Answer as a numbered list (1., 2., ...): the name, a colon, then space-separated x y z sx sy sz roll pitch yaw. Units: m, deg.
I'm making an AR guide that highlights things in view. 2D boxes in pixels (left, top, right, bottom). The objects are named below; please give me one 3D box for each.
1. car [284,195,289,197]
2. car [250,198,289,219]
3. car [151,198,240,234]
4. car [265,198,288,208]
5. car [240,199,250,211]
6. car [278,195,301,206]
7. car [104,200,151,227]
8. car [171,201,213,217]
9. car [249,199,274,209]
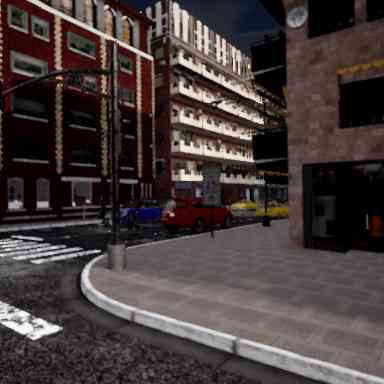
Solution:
1. car: 11.184 1.508 43.504 1.882 1.535 5.008 -1 -1 36
2. car: 6.943 1.436 27.805 1.752 1.417 4.829 -1 -1 36
3. car: 0.380 1.225 18.646 2.192 1.841 5.009 -1 -1 36
4. car: 12.952 1.632 50.589 1.947 1.339 4.313 -1 -1 36
5. car: 6.393 1.591 41.430 1.752 1.417 4.829 -1 -1 36
6. car: 16.178 1.383 55.103 2.192 1.841 5.009 -1 -1 36
7. car: -3.774 1.360 22.616 2.097 1.767 4.553 -1 -1 36
8. car: 0.032 1.631 32.545 1.947 1.339 4.313 -1 -1 36
9. car: 9.723 1.648 46.080 1.802 1.307 4.206 -1 -1 36
